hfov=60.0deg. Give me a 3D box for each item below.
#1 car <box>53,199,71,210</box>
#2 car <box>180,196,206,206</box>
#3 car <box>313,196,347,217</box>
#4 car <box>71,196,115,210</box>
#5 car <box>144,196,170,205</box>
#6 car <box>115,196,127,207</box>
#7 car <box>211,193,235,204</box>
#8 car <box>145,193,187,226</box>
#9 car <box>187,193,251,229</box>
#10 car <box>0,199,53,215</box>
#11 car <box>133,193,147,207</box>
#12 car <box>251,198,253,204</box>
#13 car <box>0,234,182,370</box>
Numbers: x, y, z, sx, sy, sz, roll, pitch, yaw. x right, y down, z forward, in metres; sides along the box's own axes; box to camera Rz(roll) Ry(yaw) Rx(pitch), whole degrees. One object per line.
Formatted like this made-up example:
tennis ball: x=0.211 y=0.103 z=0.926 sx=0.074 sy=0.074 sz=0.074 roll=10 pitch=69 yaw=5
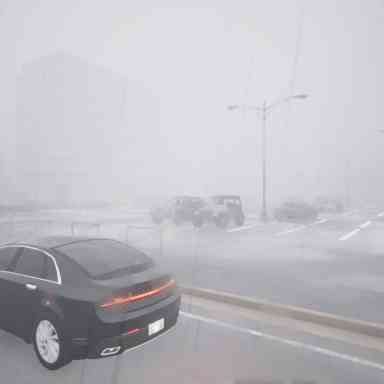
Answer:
car: x=-17.143 y=1.547 z=41.500 sx=2.033 sy=1.411 sz=5.357 roll=0 pitch=0 yaw=34
car: x=0.247 y=1.478 z=54.431 sx=1.882 sy=1.535 sz=5.008 roll=0 pitch=0 yaw=34
car: x=13.778 y=1.395 z=33.149 sx=1.970 sy=1.475 sz=3.806 roll=0 pitch=0 yaw=34
car: x=-12.470 y=1.526 z=42.157 sx=1.812 sy=1.442 sz=4.674 roll=0 pitch=0 yaw=34
car: x=-6.024 y=1.526 z=57.926 sx=1.812 sy=1.442 sz=4.674 roll=0 pitch=0 yaw=35
car: x=-11.805 y=1.352 z=49.417 sx=2.097 sy=1.767 sz=4.553 roll=0 pitch=0 yaw=34
car: x=5.990 y=1.221 z=62.920 sx=2.150 sy=2.045 sz=5.566 roll=0 pitch=0 yaw=34
car: x=-0.635 y=1.153 z=21.887 sx=1.932 sy=1.855 sz=4.605 roll=0 pitch=0 yaw=34
car: x=1.729 y=1.156 z=20.217 sx=1.905 sy=1.878 sz=3.866 roll=0 pitch=0 yaw=34
car: x=-17.472 y=1.601 z=34.747 sx=1.895 sy=1.301 sz=4.718 roll=0 pitch=0 yaw=34
car: x=-6.582 y=1.221 z=50.867 sx=2.150 sy=2.045 sz=5.566 roll=0 pitch=0 yaw=34
car: x=9.875 y=1.505 z=62.459 sx=1.837 sy=1.490 sz=4.892 roll=0 pitch=0 yaw=34
car: x=-2.435 y=1.505 z=5.739 sx=4.892 sy=1.490 sz=1.837 roll=0 pitch=0 yaw=36
